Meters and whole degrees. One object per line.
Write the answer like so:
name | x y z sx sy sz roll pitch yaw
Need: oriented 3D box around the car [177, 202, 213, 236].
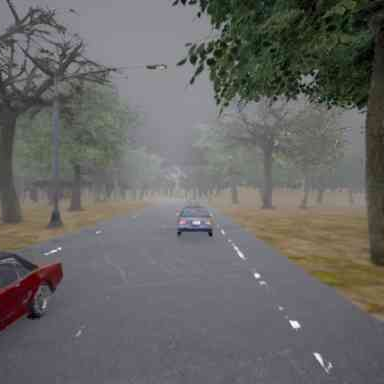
car | 0.143 1.501 18.114 2.033 1.411 5.357 1 0 0

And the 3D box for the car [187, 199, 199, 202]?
car | 0.108 1.585 42.508 2.033 1.411 5.357 0 0 0

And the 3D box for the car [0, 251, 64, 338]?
car | -3.566 1.598 4.585 1.895 1.301 4.718 0 0 0
